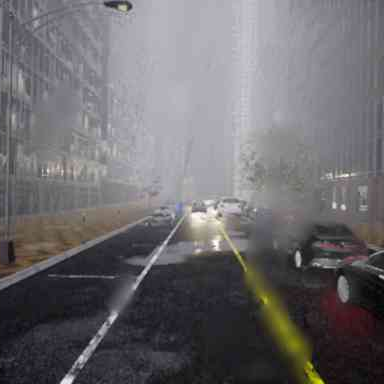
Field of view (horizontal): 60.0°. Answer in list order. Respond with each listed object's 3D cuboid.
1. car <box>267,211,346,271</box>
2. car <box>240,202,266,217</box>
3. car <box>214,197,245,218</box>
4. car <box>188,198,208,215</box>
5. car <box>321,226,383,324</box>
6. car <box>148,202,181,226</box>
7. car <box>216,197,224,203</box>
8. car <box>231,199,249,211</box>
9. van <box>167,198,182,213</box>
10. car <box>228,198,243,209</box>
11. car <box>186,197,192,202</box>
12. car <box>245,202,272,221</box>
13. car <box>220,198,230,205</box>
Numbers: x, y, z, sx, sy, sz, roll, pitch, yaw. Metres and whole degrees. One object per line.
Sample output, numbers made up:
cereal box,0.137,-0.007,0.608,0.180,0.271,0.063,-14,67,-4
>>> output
car,4.102,1.648,11.339,1.837,1.490,4.892,1,0,1
car,6.462,1.884,35.810,2.008,1.369,4.403,1,0,1
car,3.767,1.504,34.307,2.150,2.045,5.566,1,0,2
car,0.828,1.802,38.338,2.033,1.411,5.357,1,0,1
car,3.962,1.606,5.340,1.837,1.490,4.892,1,0,1
car,-2.181,1.678,24.627,2.008,1.369,4.403,1,0,1
car,7.787,2.187,92.718,1.947,1.339,4.313,1,0,1
car,6.729,1.836,47.192,1.967,1.590,4.097,1,0,1
van,-1.912,1.539,36.010,1.690,1.788,3.998,1,0,1
car,6.861,1.867,52.883,1.967,1.590,4.097,1,0,1
car,-0.722,2.006,87.229,1.887,1.381,4.507,1,0,1
car,6.329,1.849,30.119,2.008,1.369,4.403,1,0,1
car,7.390,2.089,75.646,1.887,1.381,4.507,1,0,1
